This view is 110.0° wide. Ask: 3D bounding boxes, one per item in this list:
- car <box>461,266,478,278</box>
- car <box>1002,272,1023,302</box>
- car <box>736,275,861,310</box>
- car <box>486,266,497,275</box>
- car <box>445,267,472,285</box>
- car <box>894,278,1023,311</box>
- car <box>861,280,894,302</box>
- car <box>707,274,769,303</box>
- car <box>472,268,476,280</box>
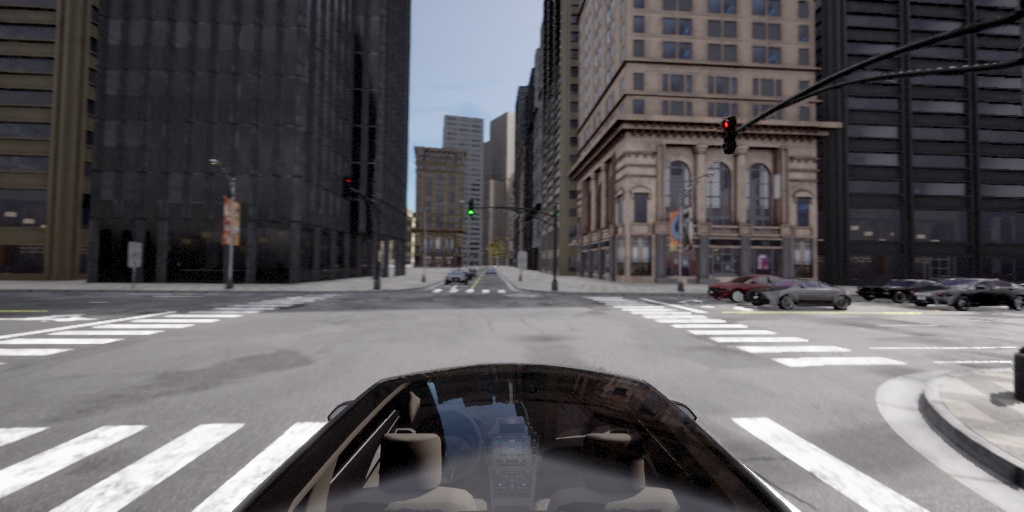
[{"bbox_3d":[-6.228,2.312,52.806,2.128,1.511,4.902,1,-1,-3],"label":"car"},{"bbox_3d":[32.987,1.909,21.488,4.553,1.767,2.097,1,-2,-3],"label":"car"},{"bbox_3d":[13.478,1.788,17.053,4.181,1.385,1.994,1,-2,-3],"label":"car"},{"bbox_3d":[-3.685,2.657,63.571,2.033,1.411,5.357,1,-1,-3],"label":"car"},{"bbox_3d":[-5.068,1.953,33.415,1.994,1.385,4.181,1,-1,-4],"label":"car"},{"bbox_3d":[22.373,1.825,17.595,4.902,1.511,2.128,1,-2,-3],"label":"car"},{"bbox_3d":[23.035,2.034,20.892,4.718,1.301,1.895,1,-2,-3],"label":"car"},{"bbox_3d":[13.710,1.795,20.329,5.008,1.535,1.882,1,-2,-3],"label":"car"},{"bbox_3d":[-5.614,2.066,42.449,1.882,1.535,5.008,1,-1,-4],"label":"car"}]
